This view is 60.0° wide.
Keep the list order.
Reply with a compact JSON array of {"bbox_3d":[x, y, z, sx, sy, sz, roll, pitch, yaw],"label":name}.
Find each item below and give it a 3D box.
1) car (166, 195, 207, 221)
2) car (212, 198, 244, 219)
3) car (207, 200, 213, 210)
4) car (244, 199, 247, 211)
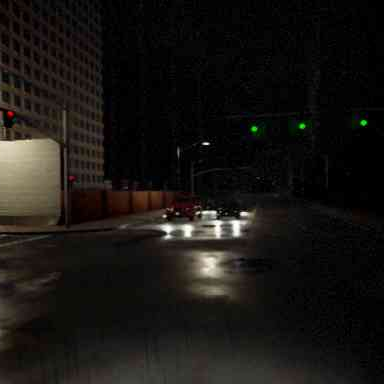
[{"bbox_3d":[-0.517,1.312,28.285,2.150,2.045,5.566,-1,0,13],"label":"car"},{"bbox_3d":[3.272,1.535,29.222,1.837,1.490,4.892,-1,0,12],"label":"car"},{"bbox_3d":[2.334,1.632,41.416,1.994,1.385,4.181,-1,0,12],"label":"car"},{"bbox_3d":[5.776,1.500,40.783,2.128,1.511,4.902,-1,0,12],"label":"car"}]
